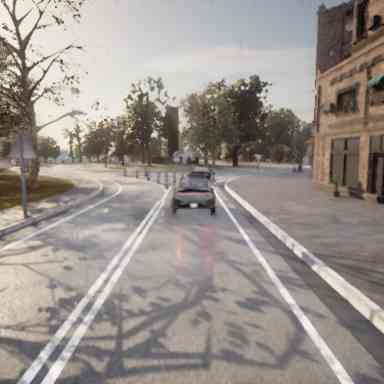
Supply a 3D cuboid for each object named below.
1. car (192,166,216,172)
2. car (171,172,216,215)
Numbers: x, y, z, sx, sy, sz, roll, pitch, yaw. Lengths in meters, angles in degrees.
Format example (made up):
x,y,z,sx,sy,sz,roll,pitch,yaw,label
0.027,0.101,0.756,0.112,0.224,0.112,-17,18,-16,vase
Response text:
x,y,z,sx,sy,sz,roll,pitch,yaw,label
1.079,-1.639,30.937,1.882,1.535,5.008,1,7,11,car
0.069,0.061,15.221,2.128,1.511,4.902,0,6,0,car
